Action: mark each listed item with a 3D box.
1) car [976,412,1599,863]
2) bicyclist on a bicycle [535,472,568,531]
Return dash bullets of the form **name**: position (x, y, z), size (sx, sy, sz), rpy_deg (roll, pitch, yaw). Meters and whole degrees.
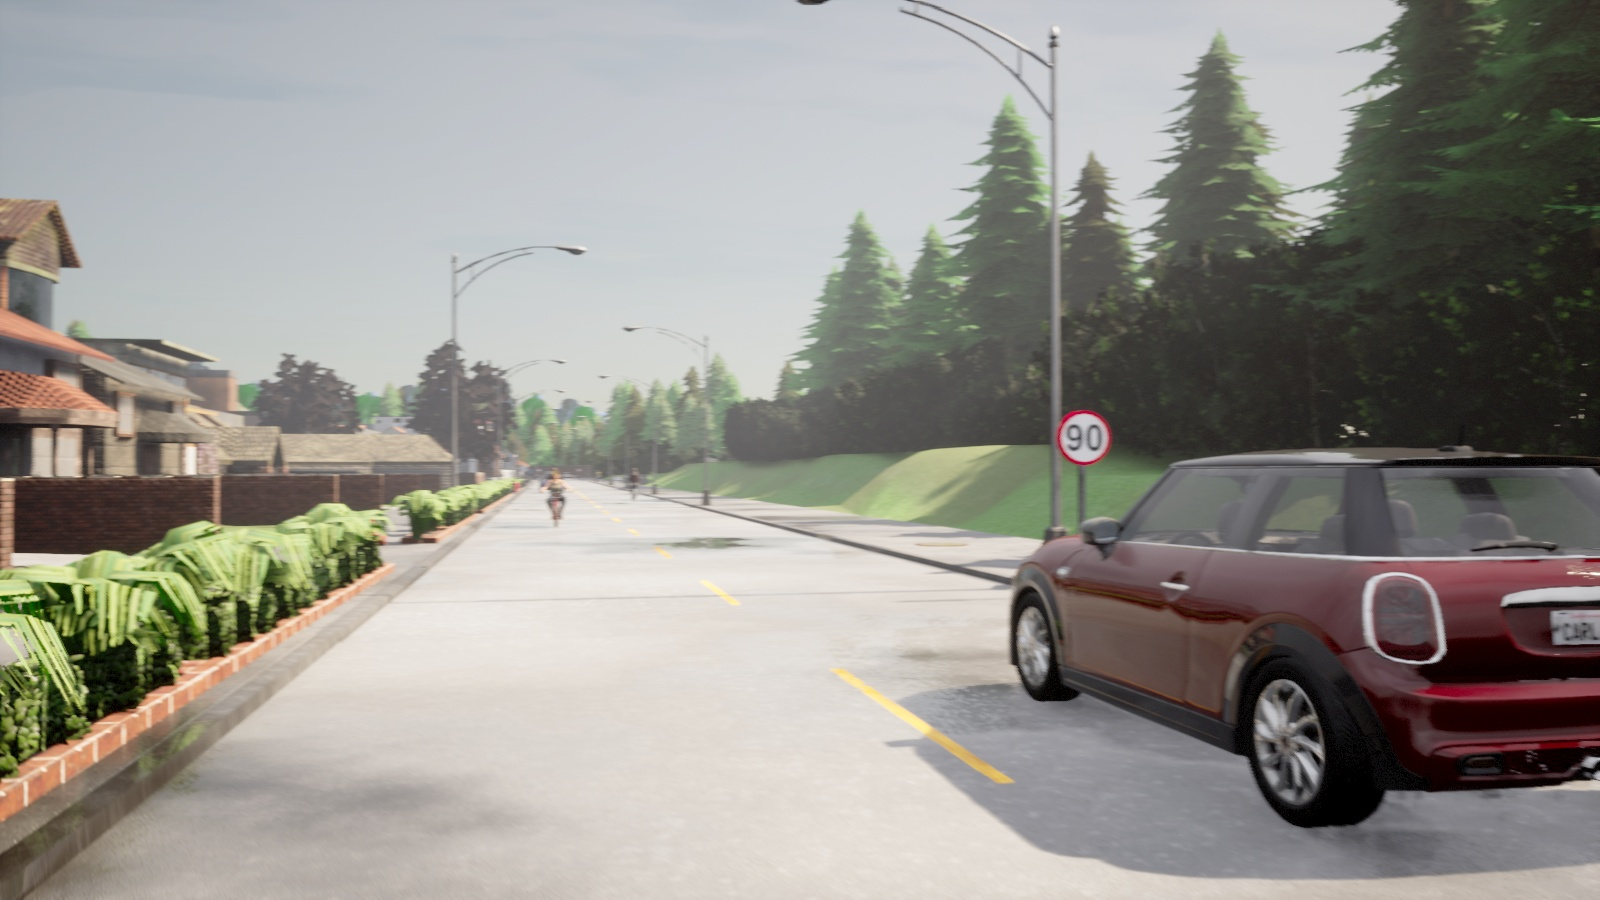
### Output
- **car**: position (2.794, 0.772, 7.378), size (2.097, 1.767, 4.553), rpy_deg (0, -1, -11)
- **bicyclist on a bicycle**: position (-6.978, 1.427, 35.266), size (0.866, 1.612, 1.509), rpy_deg (0, -1, -12)
